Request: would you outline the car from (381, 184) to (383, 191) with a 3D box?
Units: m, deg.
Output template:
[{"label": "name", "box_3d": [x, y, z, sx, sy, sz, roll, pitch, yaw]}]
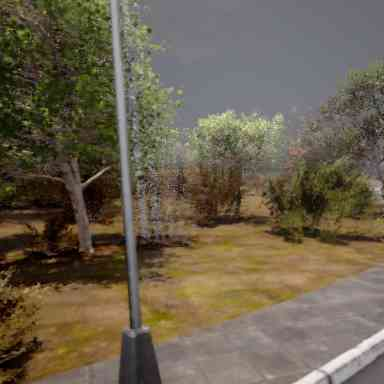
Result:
[{"label": "car", "box_3d": [37.091, -1.006, 62.350, 2.150, 2.045, 5.566, -3, 3, 21]}]
